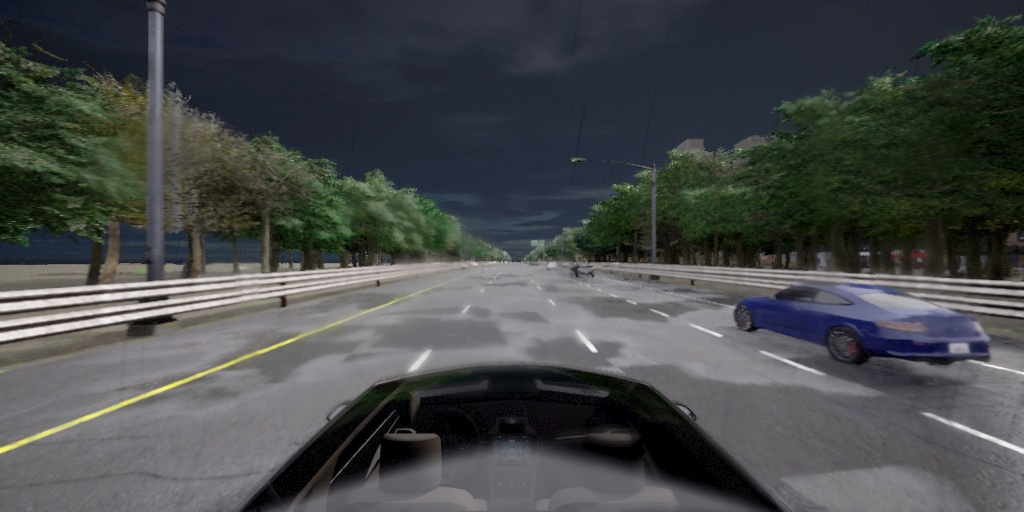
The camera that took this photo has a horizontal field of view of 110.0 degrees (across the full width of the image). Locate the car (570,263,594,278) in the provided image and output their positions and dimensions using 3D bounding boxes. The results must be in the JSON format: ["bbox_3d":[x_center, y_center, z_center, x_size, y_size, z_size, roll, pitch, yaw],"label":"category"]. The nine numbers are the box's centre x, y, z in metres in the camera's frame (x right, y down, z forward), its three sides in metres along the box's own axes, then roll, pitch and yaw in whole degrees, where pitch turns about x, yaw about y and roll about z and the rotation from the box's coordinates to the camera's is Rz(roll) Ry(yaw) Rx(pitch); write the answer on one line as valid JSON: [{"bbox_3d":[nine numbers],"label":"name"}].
[{"bbox_3d":[7.058,1.418,36.468,2.128,1.511,4.902,0,-1,0],"label":"car"}]

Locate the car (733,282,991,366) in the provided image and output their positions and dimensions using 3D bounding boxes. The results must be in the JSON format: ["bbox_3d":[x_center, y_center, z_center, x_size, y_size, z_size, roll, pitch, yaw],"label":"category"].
[{"bbox_3d":[7.002,1.291,7.913,1.812,1.442,4.674,0,0,0],"label":"car"}]
